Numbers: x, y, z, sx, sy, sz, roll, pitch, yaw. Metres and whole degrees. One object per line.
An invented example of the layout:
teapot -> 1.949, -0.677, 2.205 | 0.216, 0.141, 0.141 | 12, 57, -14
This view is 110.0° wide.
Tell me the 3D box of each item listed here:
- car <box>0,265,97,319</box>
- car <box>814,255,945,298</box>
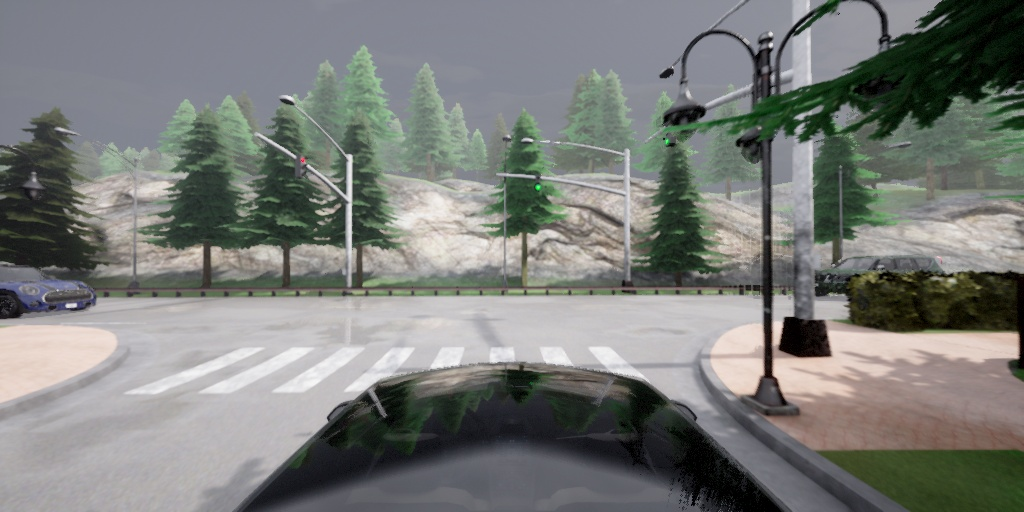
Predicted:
car -> -16.990, 1.075, 11.922 | 4.553, 1.767, 2.097 | 0, -1, -2
car -> 17.055, 0.997, 16.979 | 5.566, 2.045, 2.150 | 0, -1, -2
